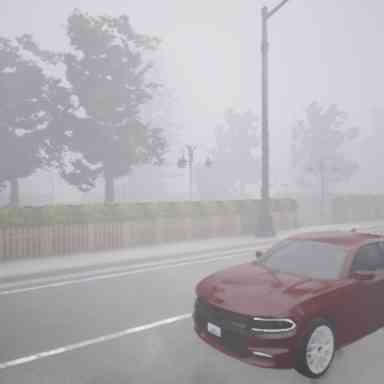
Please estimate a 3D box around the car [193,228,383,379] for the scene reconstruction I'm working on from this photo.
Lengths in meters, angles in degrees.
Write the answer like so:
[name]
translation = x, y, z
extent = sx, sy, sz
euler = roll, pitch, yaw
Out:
[car]
translation = 2.311, 1.441, 5.641
extent = 5.008, 1.535, 1.882
euler = -1, 0, -35
